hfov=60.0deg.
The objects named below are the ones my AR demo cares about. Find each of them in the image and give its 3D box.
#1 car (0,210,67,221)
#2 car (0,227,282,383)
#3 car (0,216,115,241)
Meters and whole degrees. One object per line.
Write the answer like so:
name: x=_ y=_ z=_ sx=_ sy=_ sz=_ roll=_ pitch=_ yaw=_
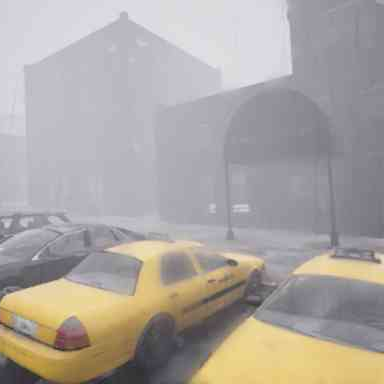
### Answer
car: x=-5.262 y=1.351 z=9.085 sx=2.185 sy=1.767 sz=4.553 roll=0 pitch=0 yaw=35
car: x=-0.382 y=1.476 z=5.808 sx=1.946 sy=1.575 sz=5.366 roll=0 pitch=0 yaw=35
car: x=-2.984 y=1.479 z=7.436 sx=2.231 sy=1.521 sz=4.892 roll=0 pitch=0 yaw=35
